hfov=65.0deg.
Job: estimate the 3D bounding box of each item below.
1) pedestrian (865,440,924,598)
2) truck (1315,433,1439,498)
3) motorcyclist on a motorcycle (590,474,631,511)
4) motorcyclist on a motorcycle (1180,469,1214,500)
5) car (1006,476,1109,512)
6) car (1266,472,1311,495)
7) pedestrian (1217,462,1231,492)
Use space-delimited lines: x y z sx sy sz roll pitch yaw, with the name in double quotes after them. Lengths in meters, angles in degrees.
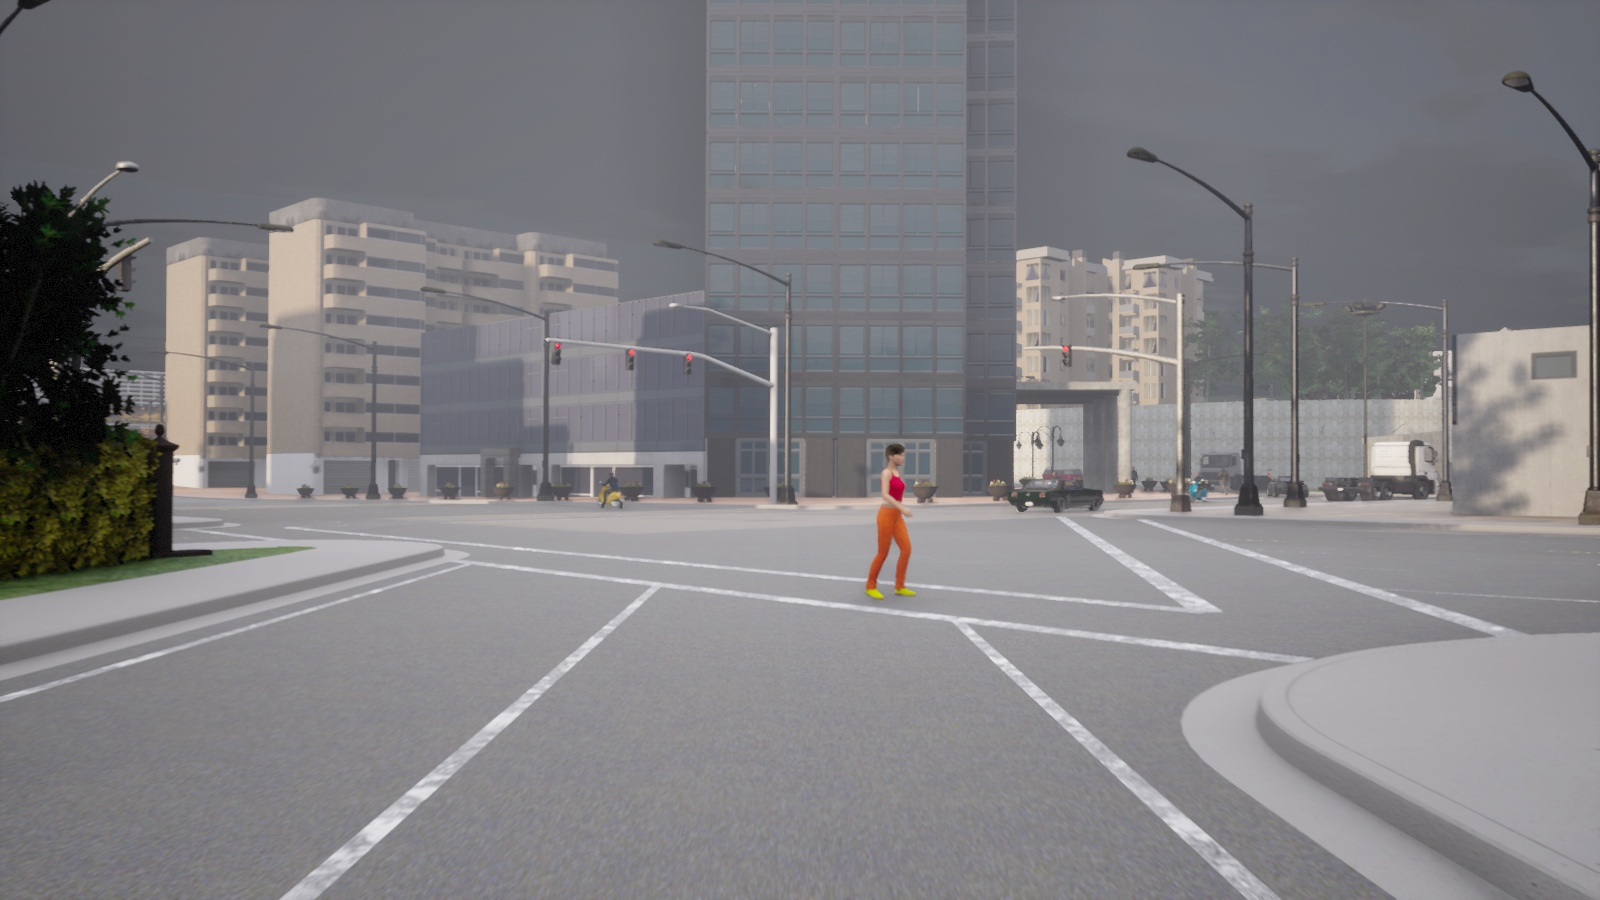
1.122 0.808 14.890 0.594 1.836 0.345 -1 -1 33 "pedestrian"
32.415 0.884 70.439 7.936 3.462 2.891 0 -1 -37 "truck"
-8.234 1.829 54.513 1.817 1.590 0.866 -2 -2 45 "motorcyclist on a motorcycle"
20.356 1.765 64.368 0.866 1.590 1.817 -1 -1 45 "motorcyclist on a motorcycle"
10.167 1.701 49.353 1.895 1.301 4.718 -1 -1 40 "car"
30.926 2.089 79.640 1.994 1.385 4.181 0 -1 11 "car"
26.865 1.695 79.596 0.563 1.883 0.849 0 -1 -4 "pedestrian"
